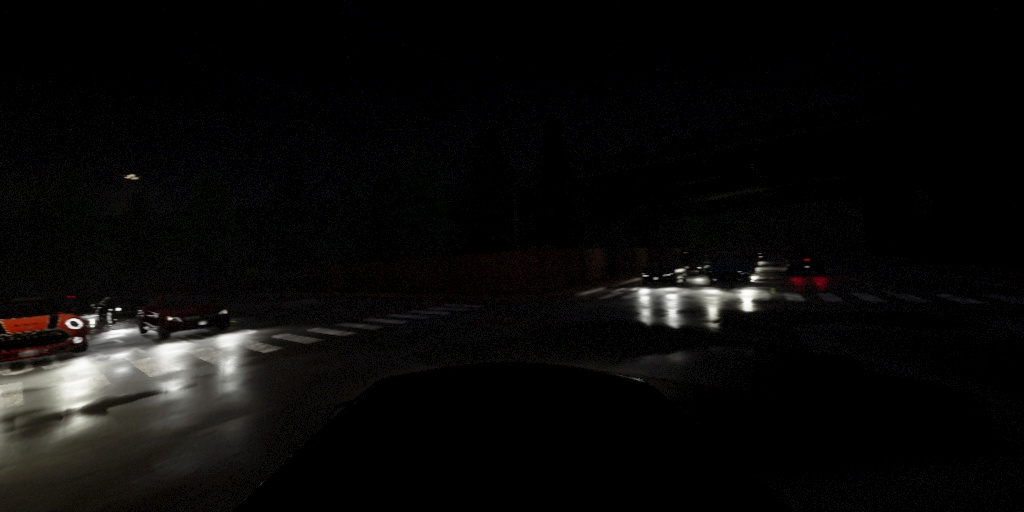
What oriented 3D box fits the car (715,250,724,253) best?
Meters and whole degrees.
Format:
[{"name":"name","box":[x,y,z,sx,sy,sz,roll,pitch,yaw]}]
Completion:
[{"name":"car","box":[22.147,0.426,40.059,1.882,1.535,5.008,-4,-1,36]}]

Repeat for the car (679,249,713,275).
[{"name":"car","box":[15.314,0.458,30.508,2.150,2.045,5.566,-4,-1,36]}]

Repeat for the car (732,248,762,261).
[{"name":"car","box":[23.999,0.281,36.639,1.882,1.535,5.008,-4,-1,36]}]

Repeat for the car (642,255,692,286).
[{"name":"car","box":[9.618,0.981,22.485,1.837,1.490,4.892,-4,-1,36]}]

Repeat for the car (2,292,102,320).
[{"name":"car","box":[-30.208,3.281,23.575,5.357,1.411,2.033,-3,-1,15]}]

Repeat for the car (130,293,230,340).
[{"name":"car","box":[-12.409,2.119,13.474,4.674,1.442,1.812,-4,-1,35]}]

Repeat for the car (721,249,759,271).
[{"name":"car","box":[18.033,0.532,28.273,1.882,1.535,5.008,-4,-1,36]}]

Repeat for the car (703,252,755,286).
[{"name":"car","box":[12.499,0.765,20.481,1.882,1.535,5.008,-4,-1,36]}]

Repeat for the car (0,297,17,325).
[{"name":"car","box":[-31.037,3.234,20.093,4.902,1.511,2.128,-3,-1,13]}]

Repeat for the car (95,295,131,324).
[{"name":"car","box":[-19.899,2.684,18.620,4.718,1.301,1.895,-4,-1,33]}]

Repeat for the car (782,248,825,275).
[{"name":"car","box":[19.651,0.407,24.186,2.128,1.511,4.902,-4,-1,35]}]

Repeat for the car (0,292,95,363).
[{"name":"car","box":[-14.213,2.016,10.443,4.553,1.767,2.097,-4,-1,35]}]

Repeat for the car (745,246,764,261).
[{"name":"car","box":[32.586,-0.339,48.448,2.150,2.045,5.566,-4,-1,38]}]

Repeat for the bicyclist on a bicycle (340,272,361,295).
[{"name":"bicyclist on a bicycle","box":[-12.074,2.022,26.732,0.582,1.620,1.656,-4,0,35]}]

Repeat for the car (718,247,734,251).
[{"name":"car","box":[31.131,-0.302,52.248,2.150,2.045,5.566,-4,-1,41]}]
